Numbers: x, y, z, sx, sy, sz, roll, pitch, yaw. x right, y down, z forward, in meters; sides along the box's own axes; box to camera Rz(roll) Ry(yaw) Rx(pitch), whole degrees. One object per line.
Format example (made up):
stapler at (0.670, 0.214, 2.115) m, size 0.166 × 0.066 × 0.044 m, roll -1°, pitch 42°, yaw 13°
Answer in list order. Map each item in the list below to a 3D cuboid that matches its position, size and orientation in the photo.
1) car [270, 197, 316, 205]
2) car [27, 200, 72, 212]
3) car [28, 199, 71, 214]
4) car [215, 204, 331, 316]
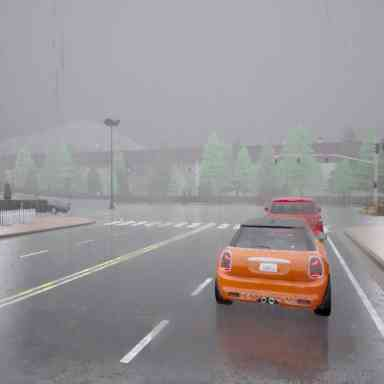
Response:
car at (4.271, 1.221, 14.150) m, size 2.150 × 2.045 × 5.566 m, roll 0°, pitch 0°, yaw 16°
car at (-16.814, 1.592, 39.325) m, size 4.718 × 1.301 × 1.895 m, roll 0°, pitch 0°, yaw 16°
car at (-15.227, 1.502, 35.212) m, size 4.892 × 1.490 × 1.837 m, roll 0°, pitch 0°, yaw 18°
car at (2.056, 1.352, 7.890) m, size 2.097 × 1.767 × 4.553 m, roll 0°, pitch 0°, yaw 19°
